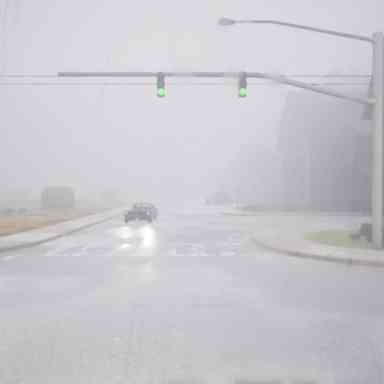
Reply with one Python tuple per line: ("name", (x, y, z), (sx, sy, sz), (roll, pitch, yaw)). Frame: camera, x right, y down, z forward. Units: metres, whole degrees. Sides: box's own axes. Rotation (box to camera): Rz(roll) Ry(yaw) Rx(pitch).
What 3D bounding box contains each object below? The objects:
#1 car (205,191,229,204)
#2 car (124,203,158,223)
("car", (3.997, 0.920, 52.918), (1.905, 1.878, 3.866), (-8, 4, -42))
("car", (-3.656, 1.490, 24.311), (1.895, 1.301, 4.718), (0, 0, 0))
